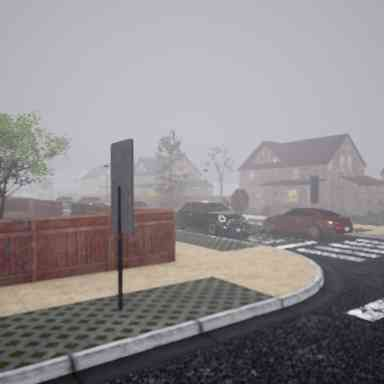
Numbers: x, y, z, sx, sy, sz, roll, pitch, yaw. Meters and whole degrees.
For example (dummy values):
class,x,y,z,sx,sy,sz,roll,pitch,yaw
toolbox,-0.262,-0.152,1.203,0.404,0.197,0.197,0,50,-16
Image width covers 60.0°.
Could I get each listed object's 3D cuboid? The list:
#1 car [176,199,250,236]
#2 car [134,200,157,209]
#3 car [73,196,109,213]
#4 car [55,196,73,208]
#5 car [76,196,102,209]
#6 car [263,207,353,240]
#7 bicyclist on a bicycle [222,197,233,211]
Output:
class,x,y,z,sx,sy,sz,roll,pitch,yaw
car,1.031,1.296,18.325,2.097,1.767,4.553,0,0,-36
car,-4.393,1.379,25.913,1.882,1.535,5.008,0,0,-35
car,-10.153,1.211,33.972,2.097,1.767,4.553,0,0,-36
car,-16.073,1.324,42.313,1.837,1.490,4.892,0,0,-35
car,-13.609,1.286,43.758,1.882,1.535,5.008,0,0,-35
car,5.721,1.477,16.873,1.812,1.442,4.674,0,0,-33
bicyclist on a bicycle,2.621,1.195,26.172,1.656,1.620,0.582,-1,1,-36
